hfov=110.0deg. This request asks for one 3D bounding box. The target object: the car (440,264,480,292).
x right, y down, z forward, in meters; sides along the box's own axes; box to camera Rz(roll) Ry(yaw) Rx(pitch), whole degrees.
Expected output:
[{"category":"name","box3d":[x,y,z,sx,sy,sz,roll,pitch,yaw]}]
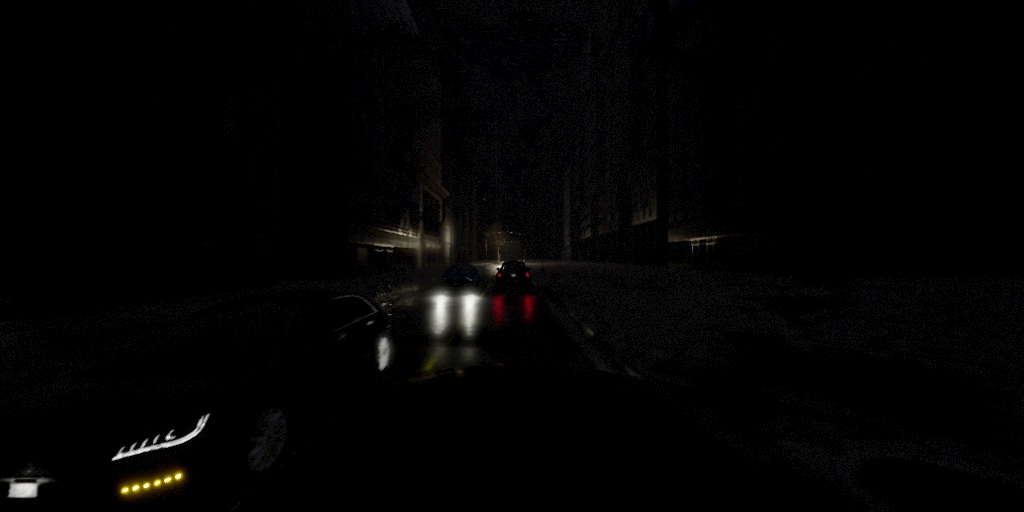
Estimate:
[{"category":"car","box3d":[-3.009,1.233,21.649,1.882,1.535,5.008,0,0,0]}]

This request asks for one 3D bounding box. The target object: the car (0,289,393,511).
[{"category":"car","box3d":[-3.077,1.259,4.699,1.837,1.490,4.892,0,-1,0]}]

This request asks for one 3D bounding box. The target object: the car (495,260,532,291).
[{"category":"car","box3d":[0.090,1.107,22.067,2.097,1.767,4.553,0,0,0]}]
